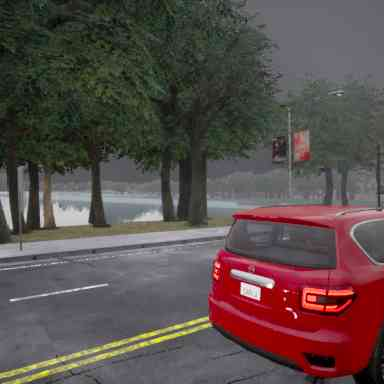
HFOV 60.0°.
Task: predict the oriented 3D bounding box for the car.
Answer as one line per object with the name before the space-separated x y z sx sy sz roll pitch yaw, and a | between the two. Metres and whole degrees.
car | 2.801 1.220 5.399 5.566 2.045 2.150 0 0 -37
